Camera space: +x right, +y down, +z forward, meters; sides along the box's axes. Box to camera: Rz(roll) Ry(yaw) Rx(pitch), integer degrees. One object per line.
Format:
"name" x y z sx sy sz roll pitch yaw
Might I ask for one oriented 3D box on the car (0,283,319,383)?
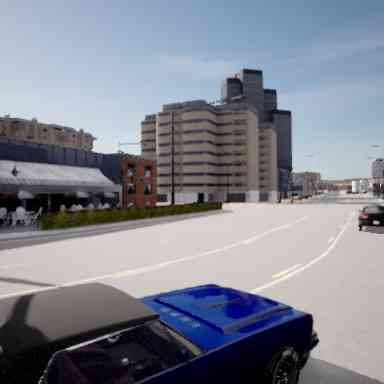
"car" -0.795 1.629 3.216 4.718 1.301 1.895 0 0 -39

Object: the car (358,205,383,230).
"car" 11.352 1.535 20.536 1.812 1.442 4.674 -1 0 29
